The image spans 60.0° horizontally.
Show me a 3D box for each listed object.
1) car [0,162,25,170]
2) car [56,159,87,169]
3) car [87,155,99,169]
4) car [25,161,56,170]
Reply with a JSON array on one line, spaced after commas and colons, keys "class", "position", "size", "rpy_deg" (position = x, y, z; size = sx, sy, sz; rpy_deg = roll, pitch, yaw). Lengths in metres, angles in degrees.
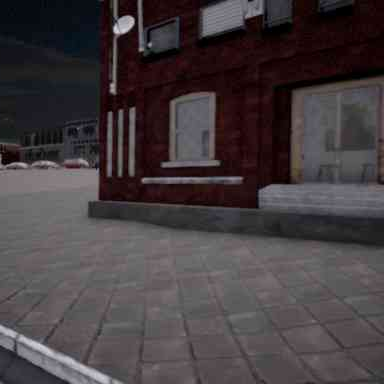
[{"class": "car", "position": [-24.034, -3.421, 46.485], "size": [4.674, 1.452, 2.002], "rpy_deg": [1, 1, 28]}, {"class": "car", "position": [-14.121, -3.364, 41.585], "size": [4.553, 1.767, 2.185], "rpy_deg": [1, 1, 26]}, {"class": "car", "position": [-9.020, -3.346, 39.246], "size": [5.566, 2.045, 2.435], "rpy_deg": [2, 1, 25]}, {"class": "car", "position": [-19.201, -3.360, 44.027], "size": [4.892, 1.521, 2.231], "rpy_deg": [1, 1, 27]}]
